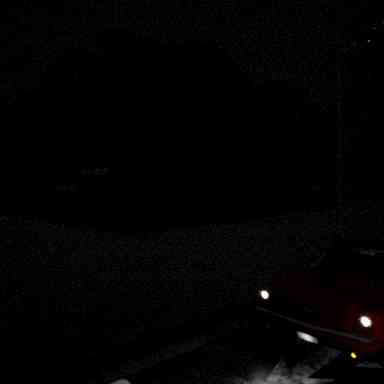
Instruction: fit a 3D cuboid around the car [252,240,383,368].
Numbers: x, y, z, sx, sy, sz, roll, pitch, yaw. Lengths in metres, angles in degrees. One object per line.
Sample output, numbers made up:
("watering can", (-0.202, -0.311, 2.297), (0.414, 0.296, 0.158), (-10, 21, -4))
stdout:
("car", (3.167, 1.619, 5.908), (4.718, 1.301, 1.895), (0, 0, -42))
